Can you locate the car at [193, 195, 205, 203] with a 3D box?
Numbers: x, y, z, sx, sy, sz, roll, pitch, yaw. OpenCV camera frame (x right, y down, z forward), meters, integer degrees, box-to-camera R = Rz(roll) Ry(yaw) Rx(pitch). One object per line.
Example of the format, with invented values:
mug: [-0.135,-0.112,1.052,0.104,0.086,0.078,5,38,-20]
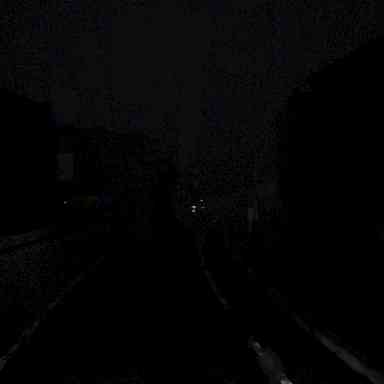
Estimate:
car: [1.349,1.384,58.858,1.837,1.490,4.892,-1,0,8]
